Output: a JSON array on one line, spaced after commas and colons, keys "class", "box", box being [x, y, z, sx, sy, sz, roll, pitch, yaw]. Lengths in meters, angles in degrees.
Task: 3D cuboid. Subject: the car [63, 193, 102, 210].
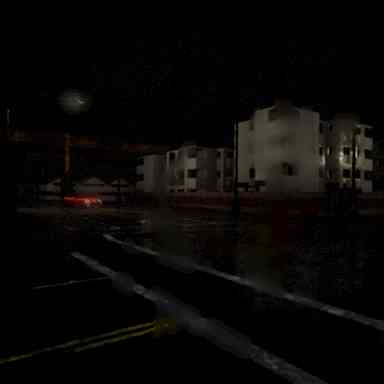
[{"class": "car", "box": [-11.650, 0.892, 35.457, 4.553, 1.767, 2.097, 2, 1, 37]}]
